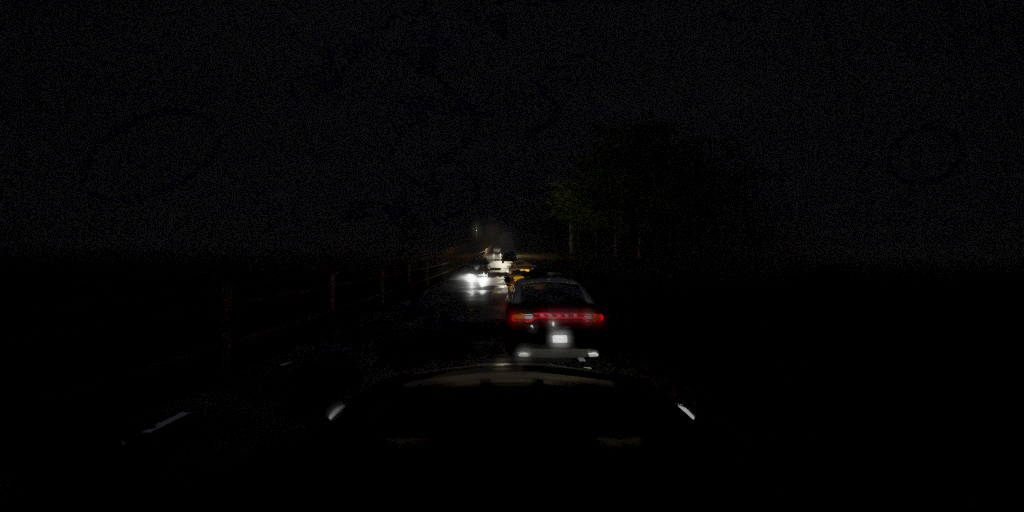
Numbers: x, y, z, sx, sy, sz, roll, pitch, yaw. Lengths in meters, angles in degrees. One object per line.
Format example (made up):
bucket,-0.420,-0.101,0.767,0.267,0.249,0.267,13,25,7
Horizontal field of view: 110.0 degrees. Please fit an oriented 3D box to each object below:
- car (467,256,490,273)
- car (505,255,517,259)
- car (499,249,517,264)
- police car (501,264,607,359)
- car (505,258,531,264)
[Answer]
car,-3.142,0.783,34.076,2.128,1.511,4.902,0,2,-1
car,0.620,0.969,24.586,1.801,1.575,5.366,0,1,-1
car,-0.392,0.111,51.834,2.097,1.767,4.553,0,2,0
police car,0.769,1.149,8.510,1.930,1.638,5.238,0,0,-1
car,0.675,1.072,18.587,1.801,1.575,5.366,0,1,-1
